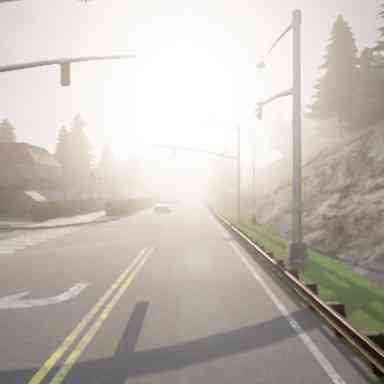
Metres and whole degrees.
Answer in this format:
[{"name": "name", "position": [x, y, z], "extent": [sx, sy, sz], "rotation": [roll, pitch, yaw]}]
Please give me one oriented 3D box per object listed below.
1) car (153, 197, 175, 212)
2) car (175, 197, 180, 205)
[{"name": "car", "position": [-3.456, 1.701, 40.144], "extent": [1.812, 1.442, 4.674], "rotation": [0, 1, 0]}, {"name": "car", "position": [-3.436, 1.692, 65.379], "extent": [2.128, 1.511, 4.902], "rotation": [0, 0, 0]}]
